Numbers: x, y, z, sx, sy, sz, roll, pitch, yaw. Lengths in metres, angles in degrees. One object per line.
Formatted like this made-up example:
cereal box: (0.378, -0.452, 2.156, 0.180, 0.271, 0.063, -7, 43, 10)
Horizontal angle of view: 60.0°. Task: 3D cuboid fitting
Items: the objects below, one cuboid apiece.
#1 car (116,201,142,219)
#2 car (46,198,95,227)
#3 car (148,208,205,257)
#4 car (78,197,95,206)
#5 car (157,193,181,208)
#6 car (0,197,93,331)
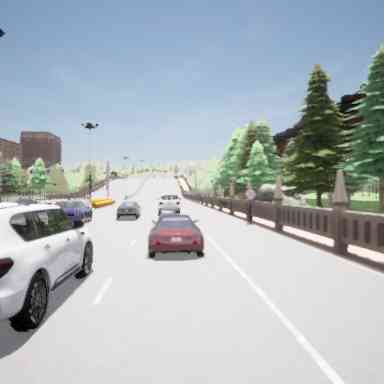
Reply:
car: (-5.452, 1.523, 29.193, 2.033, 1.411, 5.357, 0, 0, -5)
car: (-8.528, 1.367, 23.825, 2.097, 1.767, 4.553, 0, 0, -5)
car: (-0.651, 1.538, 12.973, 1.994, 1.385, 4.181, 0, 0, -4)
car: (-18.520, 1.568, 58.737, 1.812, 1.442, 4.674, 0, 0, -5)
car: (-2.249, 1.162, 32.906, 2.150, 2.045, 5.566, 0, 0, -5)
car: (-3.690, 1.234, 6.959, 2.150, 2.045, 5.566, 0, 0, -4)
